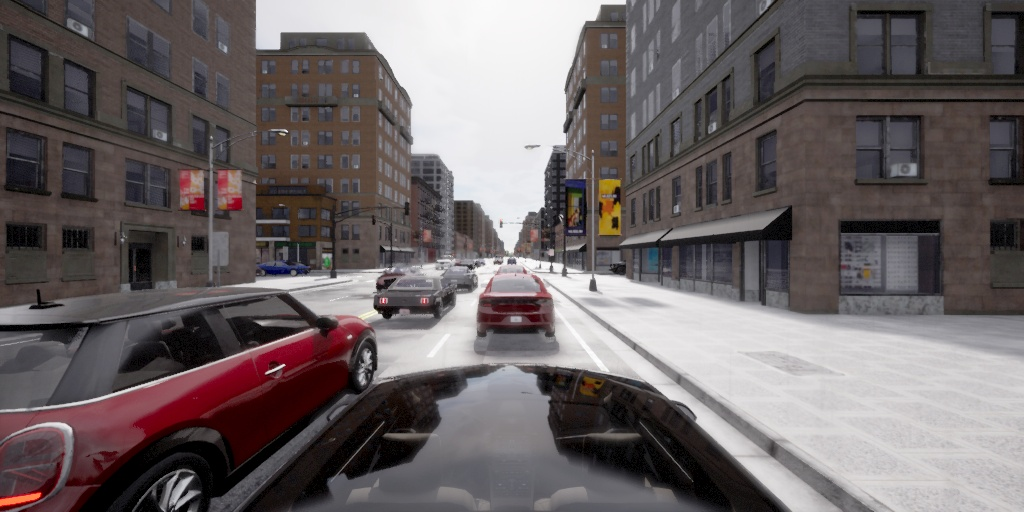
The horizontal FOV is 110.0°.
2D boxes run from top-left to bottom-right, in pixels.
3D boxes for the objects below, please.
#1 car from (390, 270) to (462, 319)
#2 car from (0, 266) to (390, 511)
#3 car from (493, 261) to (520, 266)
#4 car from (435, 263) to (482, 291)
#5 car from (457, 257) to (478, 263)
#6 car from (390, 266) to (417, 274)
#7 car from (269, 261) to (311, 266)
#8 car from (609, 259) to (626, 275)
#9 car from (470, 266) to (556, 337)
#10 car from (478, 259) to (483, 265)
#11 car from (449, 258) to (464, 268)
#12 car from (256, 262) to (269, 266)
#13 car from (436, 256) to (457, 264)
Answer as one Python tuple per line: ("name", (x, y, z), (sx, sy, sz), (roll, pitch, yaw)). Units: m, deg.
("car", (-3.153, 1.350, 12.768), (1.895, 1.301, 4.718), (0, 0, 0))
("car", (-3.153, 1.102, 3.810), (2.097, 1.767, 4.553), (0, 0, 0))
("car", (-0.004, 1.227, 19.865), (1.882, 1.535, 5.008), (0, 0, 0))
("car", (-3.157, 1.313, 21.525), (1.994, 1.385, 4.181), (0, 0, 0))
("car", (-6.605, 1.221, 53.366), (1.882, 1.535, 5.008), (0, 0, -1))
("car", (-6.605, 1.313, 21.524), (1.994, 1.385, 4.181), (0, 0, 0))
("car", (-22.757, 1.218, 35.638), (5.008, 1.535, 1.882), (0, 0, 0))
("car", (13.364, 1.009, 38.767), (5.566, 2.045, 2.150), (0, 0, 0))
("car", (0.099, 1.227, 10.293), (1.882, 1.535, 5.008), (0, 0, 0))
("car", (-6.585, 1.340, 62.732), (1.895, 1.301, 4.718), (0, 0, 0))
("car", (-9.829, 1.216, 63.621), (1.882, 1.535, 5.008), (0, 0, 0))
("car", (-25.425, 1.169, 33.112), (4.097, 1.591, 1.967), (0, 0, 0))
("car", (-9.835, 0.964, 53.621), (2.150, 2.045, 5.566), (0, 0, 2))
